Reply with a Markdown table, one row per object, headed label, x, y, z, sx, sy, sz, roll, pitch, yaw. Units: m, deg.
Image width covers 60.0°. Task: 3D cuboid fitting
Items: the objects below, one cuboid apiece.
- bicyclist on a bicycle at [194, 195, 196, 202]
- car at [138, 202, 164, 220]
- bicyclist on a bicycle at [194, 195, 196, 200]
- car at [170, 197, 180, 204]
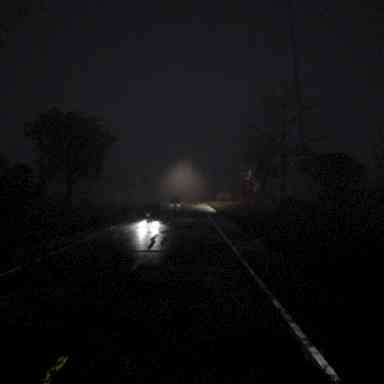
| label | x | y | z | sx | sy | sz | roll | pitch | yaw |
| --- | --- | --- | --- | --- | --- | --- | --- | --- | --- |
| bicyclist on a bicycle | 0.793 | 1.806 | 93.735 | 0.659 | 1.776 | 1.843 | 0 | 0 | 0 |
| car | -3.652 | 1.668 | 30.098 | 2.128 | 1.511 | 4.902 | 0 | 0 | 0 |
| bicyclist on a bicycle | 0.811 | 1.860 | 84.408 | 0.582 | 1.620 | 1.656 | 0 | -1 | 0 |
| car | -3.629 | 1.851 | 71.585 | 1.812 | 1.442 | 4.674 | 0 | 0 | 0 |
